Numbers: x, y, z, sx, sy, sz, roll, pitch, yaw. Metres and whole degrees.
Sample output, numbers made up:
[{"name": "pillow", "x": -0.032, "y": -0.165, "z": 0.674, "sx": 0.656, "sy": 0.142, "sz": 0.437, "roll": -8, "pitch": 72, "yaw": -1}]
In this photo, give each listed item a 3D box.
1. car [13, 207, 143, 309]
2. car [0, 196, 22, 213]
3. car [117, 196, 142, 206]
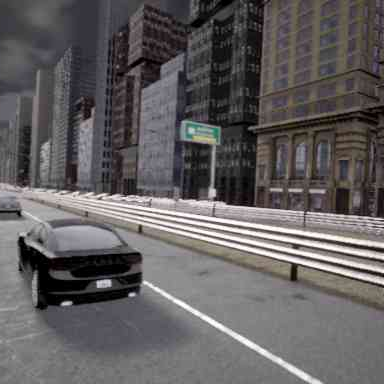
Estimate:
[{"name": "car", "x": -2.845, "y": 1.364, "z": 7.781, "sx": 1.882, "sy": 1.535, "sz": 5.008, "roll": 3, "pitch": 0, "yaw": -33}, {"name": "car", "x": -13.682, "y": 0.980, "z": 24.443, "sx": 2.033, "sy": 1.411, "sz": 5.357, "roll": 3, "pitch": 0, "yaw": -33}, {"name": "car", "x": -9.205, "y": 1.347, "z": 49.908, "sx": 4.792, "sy": 1.488, "sz": 2.163, "roll": 3, "pitch": 0, "yaw": 39}]
